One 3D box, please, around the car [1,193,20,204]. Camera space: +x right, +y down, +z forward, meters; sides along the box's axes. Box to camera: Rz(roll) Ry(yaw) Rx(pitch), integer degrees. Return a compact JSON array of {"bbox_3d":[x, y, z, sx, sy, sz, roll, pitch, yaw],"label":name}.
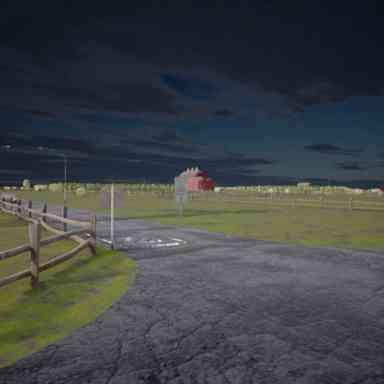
[{"bbox_3d":[-24.931,0.847,45.563,2.128,1.511,4.902,1,0,-36],"label":"car"}]
